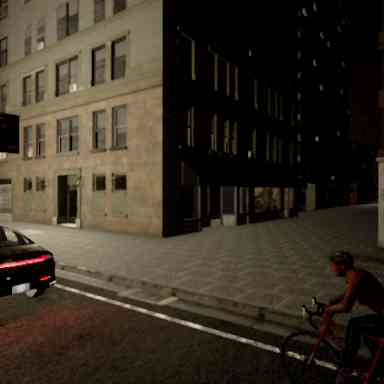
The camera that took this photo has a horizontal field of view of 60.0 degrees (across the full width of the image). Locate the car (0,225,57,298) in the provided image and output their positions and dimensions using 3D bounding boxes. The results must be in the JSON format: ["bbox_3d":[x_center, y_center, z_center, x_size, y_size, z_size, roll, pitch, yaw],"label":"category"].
[{"bbox_3d":[-4.932,1.453,7.228,4.902,1.511,2.128,0,0,36],"label":"car"}]

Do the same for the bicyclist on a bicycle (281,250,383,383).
[{"bbox_3d":[1.714,1.450,3.440,1.656,1.620,0.582,0,0,36],"label":"bicyclist on a bicycle"}]
